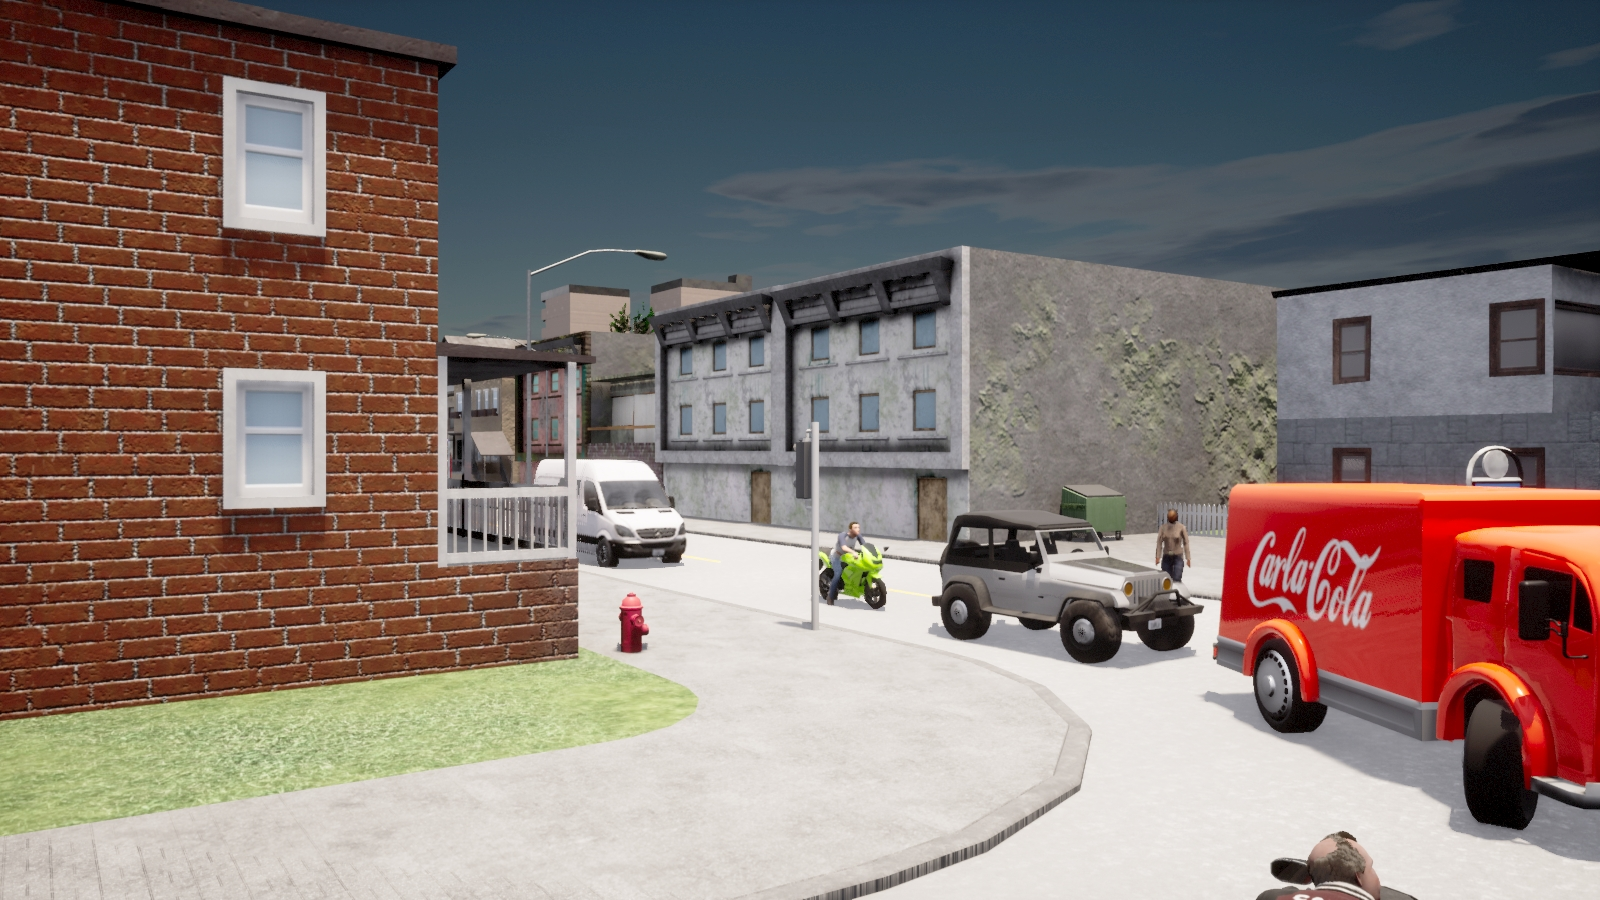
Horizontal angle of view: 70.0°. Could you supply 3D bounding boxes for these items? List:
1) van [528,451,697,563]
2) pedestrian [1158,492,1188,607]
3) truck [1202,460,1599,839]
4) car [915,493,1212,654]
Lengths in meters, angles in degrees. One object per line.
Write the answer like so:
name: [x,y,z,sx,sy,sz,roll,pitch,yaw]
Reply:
van: [-4.947,1.314,29.296,1.988,2.561,5.915,0,0,-34]
pedestrian: [6.183,1.628,18.922,0.375,1.860,0.375,0,0,35]
truck: [6.068,1.348,10.312,2.627,2.467,5.204,0,0,-6]
car: [3.680,1.637,16.521,1.905,1.878,3.866,0,0,-36]
